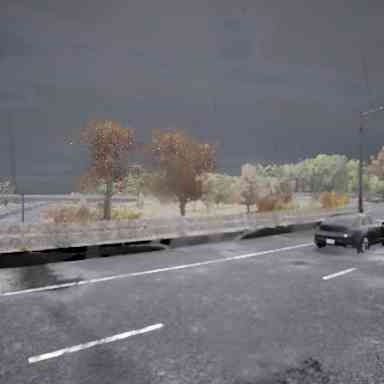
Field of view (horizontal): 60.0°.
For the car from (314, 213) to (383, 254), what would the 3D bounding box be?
[{"bbox_3d":[7.100,1.667,14.550,4.892,1.490,1.837,0,0,-44],"label":"car"}]
